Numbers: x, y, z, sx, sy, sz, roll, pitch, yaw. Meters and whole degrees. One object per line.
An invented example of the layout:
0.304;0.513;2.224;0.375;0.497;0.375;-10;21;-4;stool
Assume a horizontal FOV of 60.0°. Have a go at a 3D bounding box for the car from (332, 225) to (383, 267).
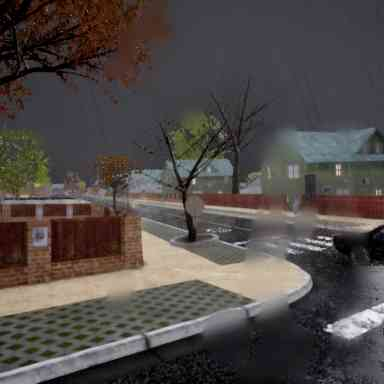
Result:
6.514;1.594;9.325;1.895;1.301;4.718;-1;0;-29;car
